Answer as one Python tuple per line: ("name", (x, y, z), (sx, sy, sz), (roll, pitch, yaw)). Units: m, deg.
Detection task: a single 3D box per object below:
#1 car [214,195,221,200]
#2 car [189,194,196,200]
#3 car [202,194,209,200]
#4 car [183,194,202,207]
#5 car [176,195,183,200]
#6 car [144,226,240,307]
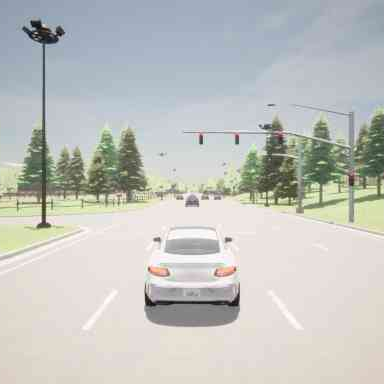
("car", (7.128, 1.525, 93.212), (2.128, 1.511, 4.902), (0, 0, 0))
("car", (0.128, 1.355, 93.192), (2.097, 1.767, 4.553), (0, 0, 0))
("car", (3.628, 1.355, 93.187), (2.097, 1.767, 4.553), (0, 0, 0))
("car", (0.071, 1.352, 51.745), (2.097, 1.767, 4.553), (0, 0, 0))
("car", (-3.372, 1.553, 93.193), (1.994, 1.385, 4.181), (0, 0, 0))
("car", (0.017, 1.526, 7.872), (1.812, 1.442, 4.674), (0, 0, 0))
